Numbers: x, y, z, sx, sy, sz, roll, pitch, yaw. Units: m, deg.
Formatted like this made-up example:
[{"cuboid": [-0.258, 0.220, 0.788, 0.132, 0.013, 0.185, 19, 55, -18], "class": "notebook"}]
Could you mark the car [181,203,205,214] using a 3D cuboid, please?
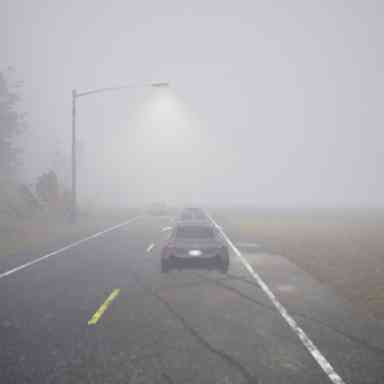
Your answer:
[{"cuboid": [0.091, 1.670, 27.940, 2.128, 1.511, 4.902, 0, 0, 0], "class": "car"}]

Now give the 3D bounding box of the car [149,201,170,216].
[{"cuboid": [-3.597, 1.758, 36.387, 1.812, 1.442, 4.674, 0, 0, 0], "class": "car"}]

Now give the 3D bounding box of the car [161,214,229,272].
[{"cuboid": [0.088, 1.635, 11.048, 1.994, 1.385, 4.181, 0, 0, 0], "class": "car"}]
